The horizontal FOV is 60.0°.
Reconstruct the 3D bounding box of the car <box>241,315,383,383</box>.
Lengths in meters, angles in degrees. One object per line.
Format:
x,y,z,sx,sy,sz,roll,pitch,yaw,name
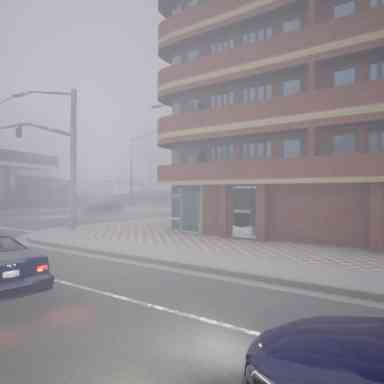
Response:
2.581,1.536,2.152,4.674,1.442,1.812,0,0,35,car

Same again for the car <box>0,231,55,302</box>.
-5.269,1.545,7.650,5.357,1.411,2.033,0,0,38,car

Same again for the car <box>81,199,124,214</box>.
-9.399,1.508,35.226,2.128,1.511,4.902,0,0,34,car
